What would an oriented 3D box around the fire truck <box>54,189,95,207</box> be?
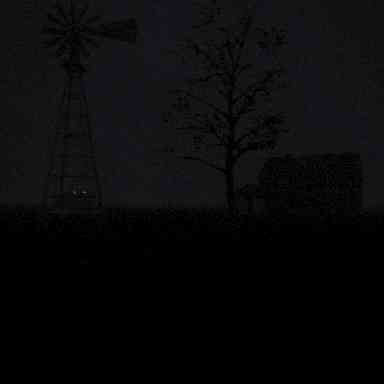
[{"bbox_3d":[-24.919,1.299,71.126,2.891,3.827,8.468,1,-1,35],"label":"fire truck"}]
